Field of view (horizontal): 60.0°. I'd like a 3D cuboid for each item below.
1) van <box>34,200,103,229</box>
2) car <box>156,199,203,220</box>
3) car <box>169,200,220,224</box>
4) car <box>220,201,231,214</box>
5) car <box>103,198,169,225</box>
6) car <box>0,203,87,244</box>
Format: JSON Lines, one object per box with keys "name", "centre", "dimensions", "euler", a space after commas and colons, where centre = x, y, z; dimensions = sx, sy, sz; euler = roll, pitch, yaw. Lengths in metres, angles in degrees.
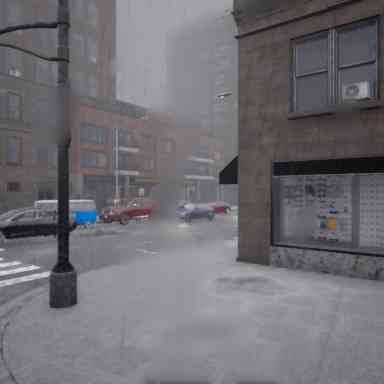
{"name": "van", "centre": [-7.604, 1.358, 19.812], "dimensions": [1.690, 1.788, 3.998], "euler": [0, 0, 36]}
{"name": "car", "centre": [-1.040, 1.466, 28.877], "dimensions": [1.967, 1.590, 4.097], "euler": [0, 0, 36]}
{"name": "car", "centre": [-0.002, 1.550, 25.610], "dimensions": [1.812, 1.442, 4.674], "euler": [0, 0, 36]}
{"name": "car", "centre": [2.242, 1.575, 33.410], "dimensions": [1.887, 1.381, 4.507], "euler": [0, 0, 36]}
{"name": "car", "centre": [-4.322, 1.337, 24.345], "dimensions": [2.192, 1.841, 5.009], "euler": [0, 0, 36]}
{"name": "car", "centre": [-7.786, 1.506, 15.474], "dimensions": [2.128, 1.511, 4.902], "euler": [0, 0, 43]}
